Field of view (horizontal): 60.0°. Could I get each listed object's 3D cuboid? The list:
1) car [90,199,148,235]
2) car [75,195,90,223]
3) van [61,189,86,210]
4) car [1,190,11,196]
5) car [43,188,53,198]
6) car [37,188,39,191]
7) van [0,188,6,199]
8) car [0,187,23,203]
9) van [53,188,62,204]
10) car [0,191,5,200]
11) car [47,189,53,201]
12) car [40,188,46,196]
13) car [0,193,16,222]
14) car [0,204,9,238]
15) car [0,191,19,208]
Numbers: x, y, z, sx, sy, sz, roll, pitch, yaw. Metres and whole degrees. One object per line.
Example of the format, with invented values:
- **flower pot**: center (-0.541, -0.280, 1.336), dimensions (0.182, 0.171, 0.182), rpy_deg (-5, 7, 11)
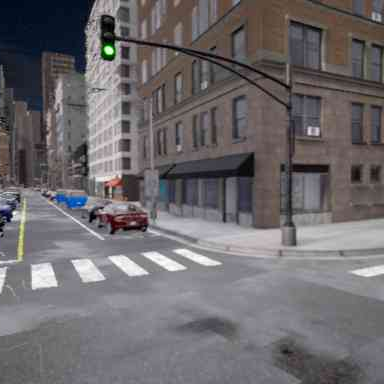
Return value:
- **car**: center (-3.567, 1.198, 16.515), dimensions (1.887, 1.381, 4.507), rpy_deg (-1, 2, -26)
- **car**: center (-6.023, 1.131, 21.437), dimensions (1.947, 1.339, 4.313), rpy_deg (-1, 2, -27)
- **van**: center (-10.939, 0.729, 31.275), dimensions (1.690, 1.788, 3.998), rpy_deg (-1, 2, -26)
- **car**: center (-45.586, 0.143, 81.614), dimensions (1.947, 1.339, 4.313), rpy_deg (-1, 1, -26)
- **car**: center (-25.675, 0.438, 60.811), dimensions (1.802, 1.307, 4.206), rpy_deg (-1, 1, -27)
- **car**: center (-37.959, -0.028, 85.419), dimensions (2.008, 1.369, 4.403), rpy_deg (-1, 1, -26)
- **van**: center (-35.762, 0.265, 61.922), dimensions (1.690, 1.788, 3.998), rpy_deg (-1, 1, -27)
- **car**: center (-24.380, 0.406, 45.086), dimensions (2.150, 2.045, 5.566), rpy_deg (-1, 1, -26)
- **van**: center (-15.852, 0.552, 41.119), dimensions (1.690, 1.788, 3.998), rpy_deg (-1, 2, -26)
- **car**: center (-33.304, 0.563, 57.005), dimensions (2.008, 1.369, 4.403), rpy_deg (-1, 2, -26)
- **car**: center (-20.762, 0.615, 50.968), dimensions (1.802, 1.307, 4.206), rpy_deg (-1, 2, -26)
- **car**: center (-28.135, 0.084, 65.726), dimensions (2.192, 1.841, 5.009), rpy_deg (-1, 1, -26)
- **car**: center (-12.795, 1.099, 21.682), dimensions (1.882, 1.535, 5.008), rpy_deg (-1, 2, -27)
- **car**: center (-8.566, 1.375, 13.200), dimensions (1.895, 1.301, 4.718), rpy_deg (-1, 1, -27)
- **car**: center (-17.731, 0.948, 31.575), dimensions (1.837, 1.490, 4.892), rpy_deg (-1, 1, -27)
